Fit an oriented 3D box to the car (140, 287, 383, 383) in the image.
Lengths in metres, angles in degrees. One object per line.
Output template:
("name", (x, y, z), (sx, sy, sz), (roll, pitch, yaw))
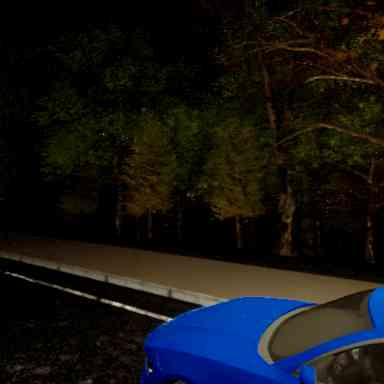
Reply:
("car", (1.806, 1.478, 2.400), (5.008, 1.535, 1.882), (0, 0, 35))
